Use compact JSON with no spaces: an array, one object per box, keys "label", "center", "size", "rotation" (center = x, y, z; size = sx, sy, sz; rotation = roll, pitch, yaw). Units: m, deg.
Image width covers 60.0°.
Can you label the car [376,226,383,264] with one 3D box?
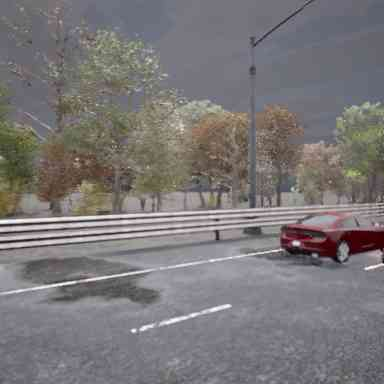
[{"label":"car","center":[7.062,1.570,8.778],"size":[4.718,1.301,1.895],"rotation":[0,0,-35]}]

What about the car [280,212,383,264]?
[{"label":"car","center":[5.272,1.446,11.803],"size":[5.008,1.535,1.882],"rotation":[0,0,-35]}]
